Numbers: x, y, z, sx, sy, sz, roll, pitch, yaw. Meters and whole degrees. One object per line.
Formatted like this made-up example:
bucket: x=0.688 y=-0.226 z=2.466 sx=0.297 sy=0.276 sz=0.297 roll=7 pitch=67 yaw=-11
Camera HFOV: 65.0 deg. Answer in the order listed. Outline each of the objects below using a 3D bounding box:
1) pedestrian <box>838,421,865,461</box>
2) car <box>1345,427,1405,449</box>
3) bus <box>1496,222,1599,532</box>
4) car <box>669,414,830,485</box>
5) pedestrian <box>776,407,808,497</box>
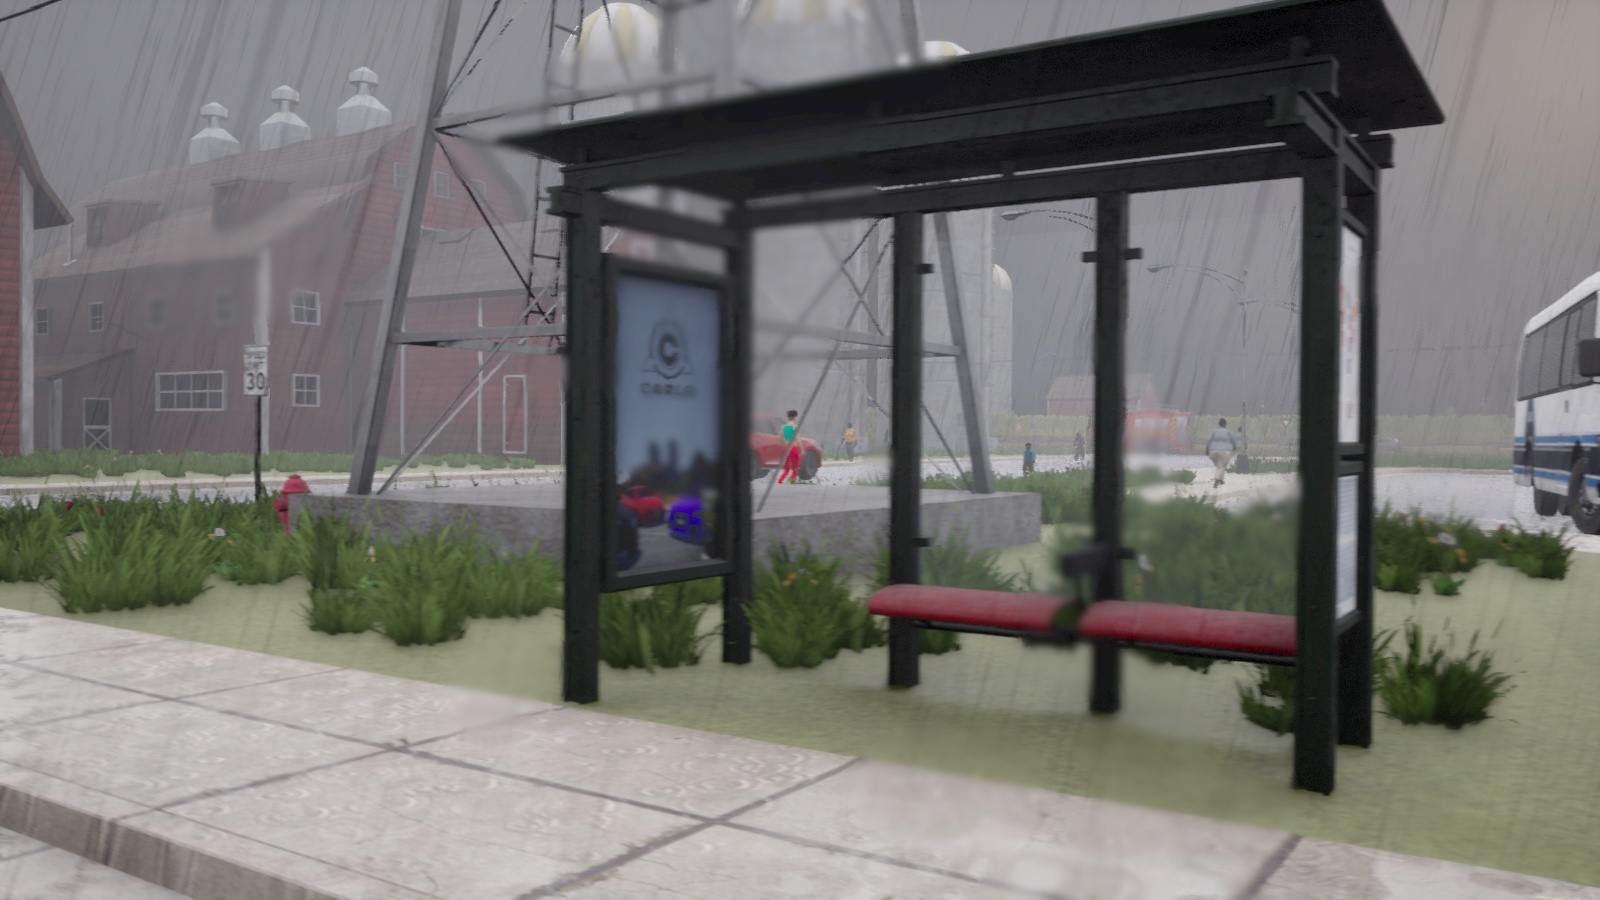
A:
pedestrian: x=2.369 y=-0.417 z=57.840 sx=0.874 sy=1.855 sz=0.900 roll=0 pitch=1 yaw=32
car: x=40.908 y=-0.840 z=89.296 sx=3.633 sy=1.501 sz=1.845 roll=0 pitch=1 yaw=33
bus: x=14.603 y=-1.068 z=21.303 sx=3.944 sy=4.253 sz=10.273 roll=0 pitch=1 yaw=24
car: x=-1.452 y=-0.061 z=38.862 sx=2.150 sy=2.045 sz=5.566 roll=0 pitch=1 yaw=33
pedestrian: x=-0.166 y=0.037 z=25.982 sx=0.345 sy=1.836 sz=0.594 roll=0 pitch=1 yaw=37
